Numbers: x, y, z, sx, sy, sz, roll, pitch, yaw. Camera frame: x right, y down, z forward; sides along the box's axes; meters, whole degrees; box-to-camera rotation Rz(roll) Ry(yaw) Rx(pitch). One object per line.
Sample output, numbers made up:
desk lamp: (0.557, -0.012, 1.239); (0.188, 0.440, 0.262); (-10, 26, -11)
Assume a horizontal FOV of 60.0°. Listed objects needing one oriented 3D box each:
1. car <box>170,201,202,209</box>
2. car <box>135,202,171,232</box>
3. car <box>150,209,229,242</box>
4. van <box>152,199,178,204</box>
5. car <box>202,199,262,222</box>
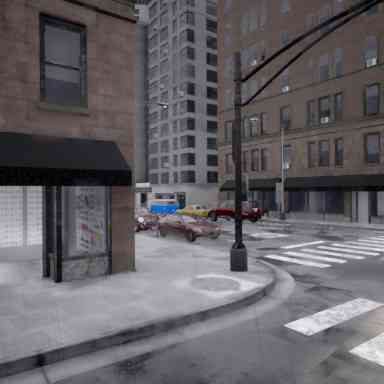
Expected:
car: (0.102, 1.805, 31.653); (1.752, 1.417, 4.829); (-1, 0, -36)
car: (-3.503, 1.706, 22.066); (1.967, 1.590, 4.097); (-1, 0, -36)
car: (-0.283, 1.778, 17.599); (1.802, 1.307, 4.206); (-1, 0, -36)
van: (-3.019, 1.689, 35.982); (1.690, 1.788, 3.998); (-1, 0, -36)
car: (3.412, 1.522, 27.048); (2.192, 1.841, 5.009); (-1, 0, -36)
